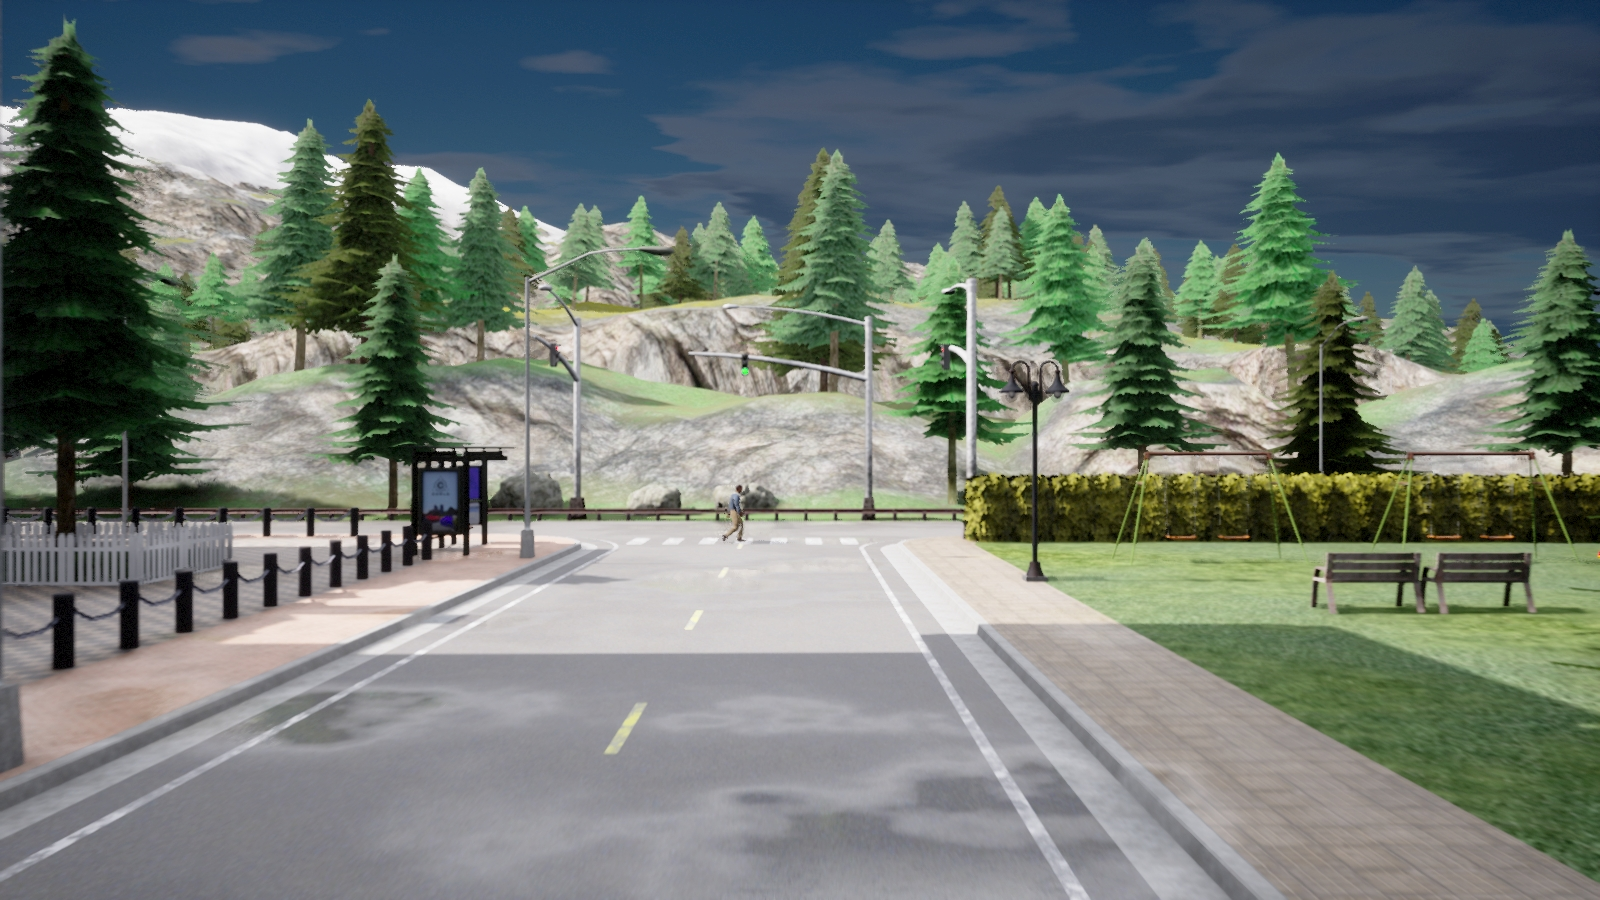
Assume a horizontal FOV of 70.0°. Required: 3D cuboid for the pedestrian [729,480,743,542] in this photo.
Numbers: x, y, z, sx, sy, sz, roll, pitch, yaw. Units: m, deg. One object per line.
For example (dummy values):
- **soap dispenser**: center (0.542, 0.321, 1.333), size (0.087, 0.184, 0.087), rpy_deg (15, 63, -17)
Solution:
- **pedestrian**: center (-1.922, 1.833, 34.399), size (0.375, 1.860, 0.375), rpy_deg (0, 0, -8)
